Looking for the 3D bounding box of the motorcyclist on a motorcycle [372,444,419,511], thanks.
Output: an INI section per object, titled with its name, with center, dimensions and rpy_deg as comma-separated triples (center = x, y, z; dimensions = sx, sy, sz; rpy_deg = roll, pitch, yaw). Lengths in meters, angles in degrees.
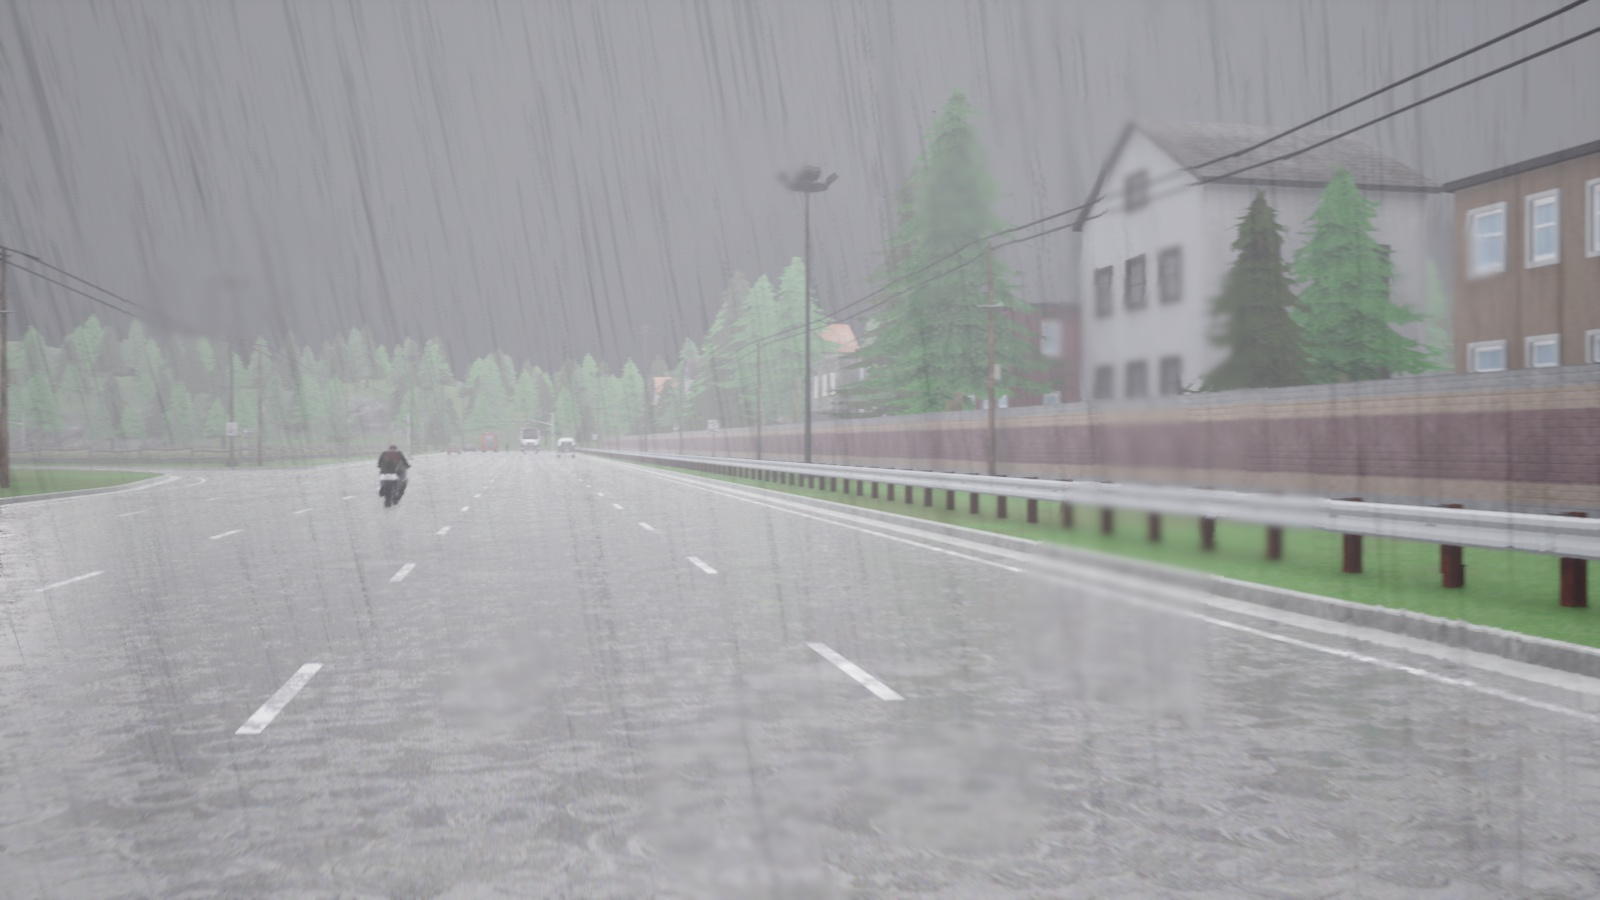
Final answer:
[motorcyclist on a motorcycle]
center = -9.698, 0.627, 30.183
dimensions = 0.866, 1.530, 2.191
rpy_deg = 0, 0, -12
